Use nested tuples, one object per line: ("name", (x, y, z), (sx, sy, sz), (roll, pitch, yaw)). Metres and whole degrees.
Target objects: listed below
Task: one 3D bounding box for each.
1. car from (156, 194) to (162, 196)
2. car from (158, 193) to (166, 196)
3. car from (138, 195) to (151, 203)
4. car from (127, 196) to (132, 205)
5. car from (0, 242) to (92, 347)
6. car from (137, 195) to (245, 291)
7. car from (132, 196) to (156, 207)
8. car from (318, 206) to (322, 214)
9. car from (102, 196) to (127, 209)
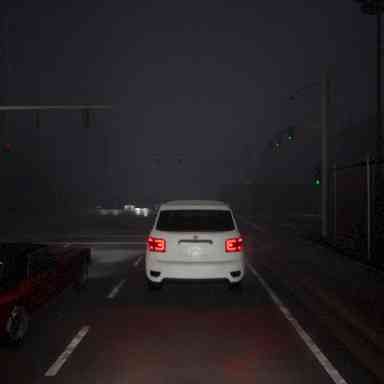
("car", (-6.994, 1.525, 60.103), (1.812, 1.442, 4.674), (0, 0, 0))
("car", (-6.909, 1.219, 74.861), (2.150, 2.045, 5.566), (0, 0, 0))
("car", (-10.412, 1.523, 72.715), (2.128, 1.511, 4.902), (0, 0, 0))
("car", (-10.512, 1.489, 57.567), (2.128, 1.511, 4.902), (0, 0, 0))
("car", (-3.435, 1.601, 6.249), (1.895, 1.301, 4.718), (0, 0, 1))
("car", (0.083, 1.221, 9.175), (2.150, 2.045, 5.566), (0, 0, 0))
("car", (-7.027, 1.491, 49.056), (2.128, 1.511, 4.902), (0, 0, 0))
("car", (14.880, 1.580, 32.746), (4.674, 1.442, 1.812), (0, 0, 0))
("car", (-10.540, 1.352, 44.667), (2.097, 1.767, 4.553), (0, 0, 0))
